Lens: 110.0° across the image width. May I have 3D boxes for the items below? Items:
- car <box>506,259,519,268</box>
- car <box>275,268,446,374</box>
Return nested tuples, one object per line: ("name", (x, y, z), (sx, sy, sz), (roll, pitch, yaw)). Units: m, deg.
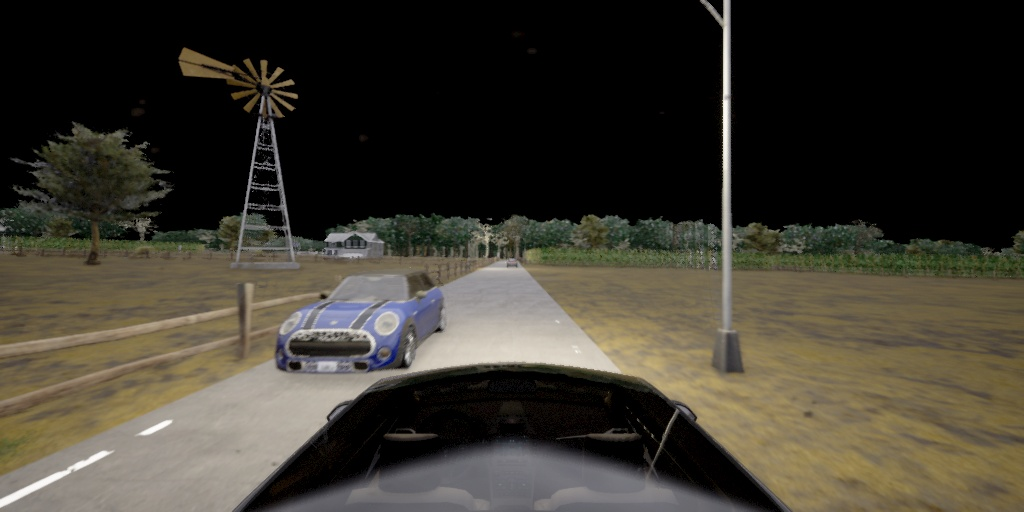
("car", (0.034, 1.203, 59.312), (2.128, 1.511, 4.902), (0, 0, 0))
("car", (-2.822, 1.099, 7.744), (2.097, 1.767, 4.553), (0, 0, 0))
